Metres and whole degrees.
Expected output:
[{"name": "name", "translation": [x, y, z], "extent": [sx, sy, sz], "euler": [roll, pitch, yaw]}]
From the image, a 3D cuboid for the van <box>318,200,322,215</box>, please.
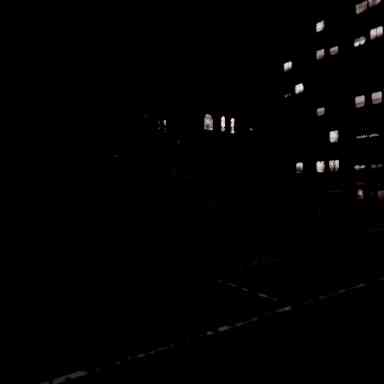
[{"name": "van", "translation": [10.666, 1.629, 32.677], "extent": [1.690, 1.788, 3.998], "euler": [-1, 0, -36]}]
